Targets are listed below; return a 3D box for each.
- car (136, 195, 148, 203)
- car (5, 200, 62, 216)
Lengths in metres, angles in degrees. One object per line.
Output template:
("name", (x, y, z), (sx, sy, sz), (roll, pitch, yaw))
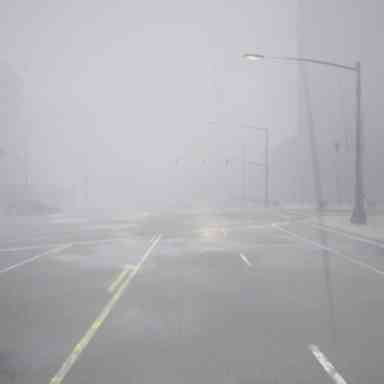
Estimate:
("car", (-10.464, 1.446, 69.866), (1.882, 1.535, 5.008), (0, 0, 0))
("car", (-14.455, 1.491, 30.474), (4.892, 1.490, 1.837), (1, 0, 0))
